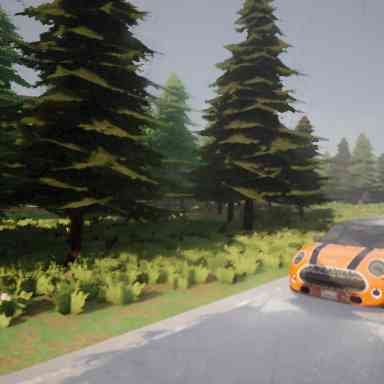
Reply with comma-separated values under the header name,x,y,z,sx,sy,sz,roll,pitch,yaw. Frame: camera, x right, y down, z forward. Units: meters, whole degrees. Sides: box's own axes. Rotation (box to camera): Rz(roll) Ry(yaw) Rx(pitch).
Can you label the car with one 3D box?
name,x,y,z,sx,sy,sz,roll,pitch,yaw
car,4.278,1.501,8.320,2.097,1.767,4.553,-1,-1,43
